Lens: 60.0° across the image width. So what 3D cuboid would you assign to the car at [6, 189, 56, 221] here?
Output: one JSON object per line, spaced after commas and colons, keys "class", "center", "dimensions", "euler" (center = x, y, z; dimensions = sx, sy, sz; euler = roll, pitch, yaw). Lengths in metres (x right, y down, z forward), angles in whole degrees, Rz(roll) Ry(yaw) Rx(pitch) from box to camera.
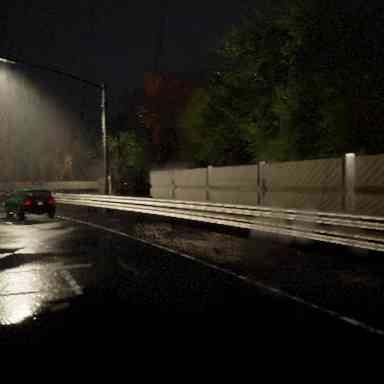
{"class": "car", "center": [-11.299, 0.791, 23.182], "dimensions": [2.150, 2.045, 5.566], "euler": [-2, 2, -39]}
